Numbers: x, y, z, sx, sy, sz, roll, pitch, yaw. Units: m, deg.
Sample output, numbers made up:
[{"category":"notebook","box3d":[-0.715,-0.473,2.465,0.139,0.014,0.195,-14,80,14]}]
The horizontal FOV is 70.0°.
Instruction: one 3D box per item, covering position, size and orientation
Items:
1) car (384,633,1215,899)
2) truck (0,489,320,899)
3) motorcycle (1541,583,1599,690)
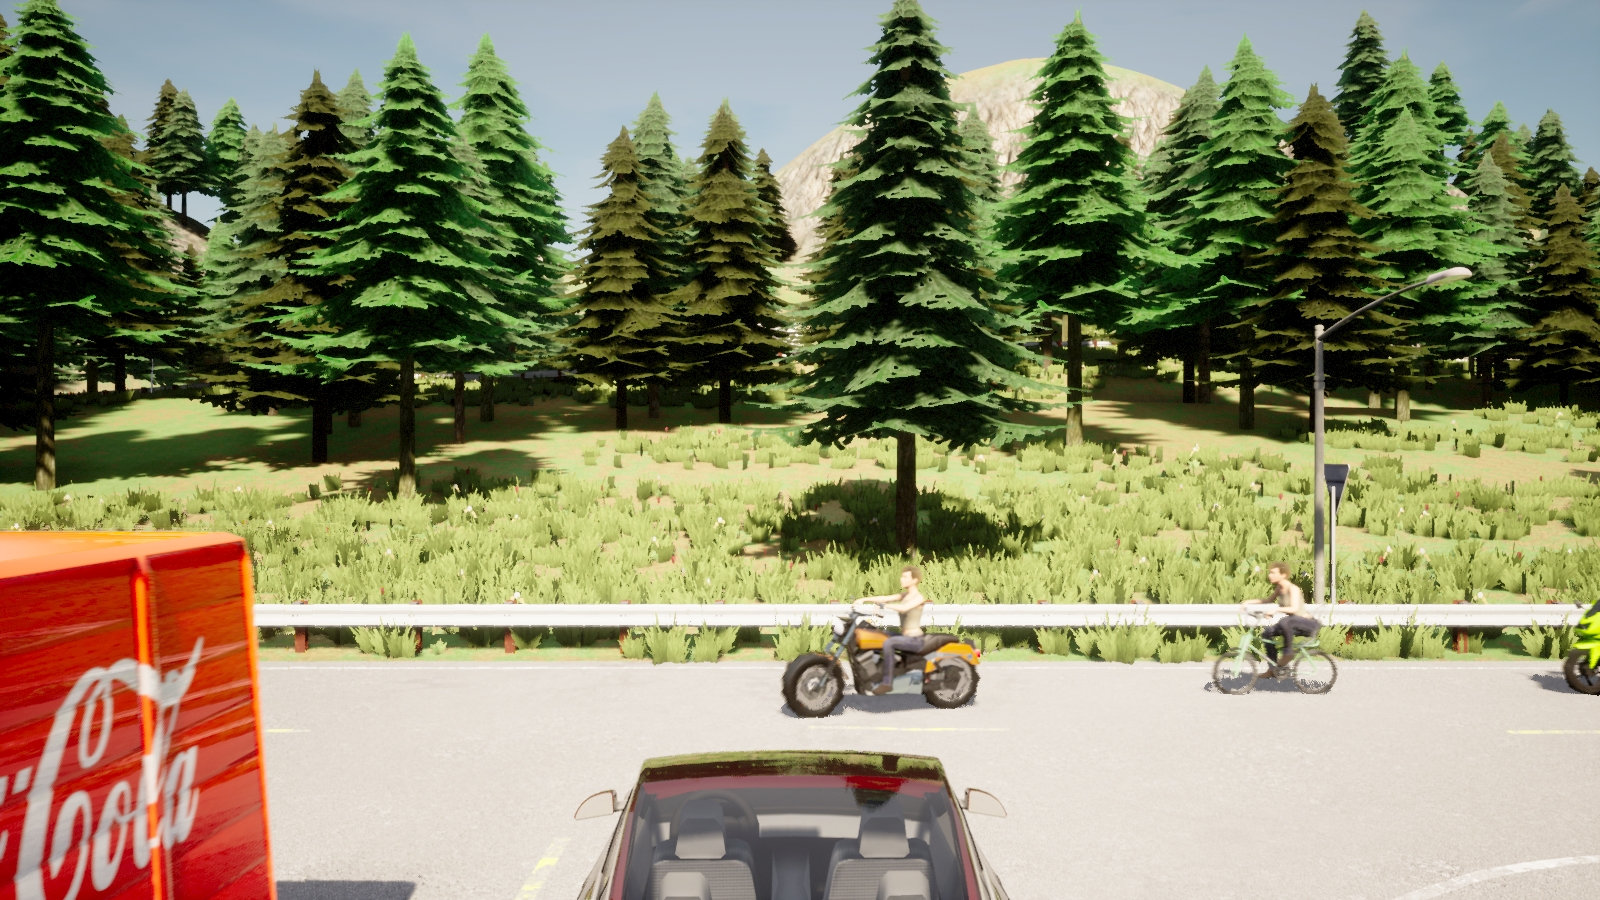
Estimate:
[{"category":"car","box3d":[-0.034,1.936,5.154,2.163,1.488,4.792,0,-1,-1]},{"category":"truck","box3d":[-3.524,1.423,2.529,2.627,2.467,5.204,0,0,1]},{"category":"motorcycle","box3d":[10.126,2.213,13.644,2.033,1.145,0.803,0,0,0]}]
